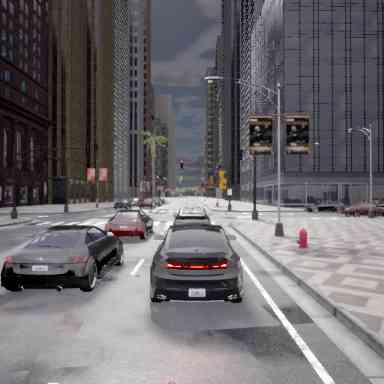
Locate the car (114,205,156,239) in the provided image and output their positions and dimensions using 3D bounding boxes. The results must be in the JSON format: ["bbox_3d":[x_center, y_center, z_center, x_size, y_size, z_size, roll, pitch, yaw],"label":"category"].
[{"bbox_3d":[-3.177,1.602,17.396,1.994,1.385,4.181,0,0,0],"label":"car"}]

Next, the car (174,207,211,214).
[{"bbox_3d":[0.022,1.530,17.543,2.128,1.511,4.902,0,0,0],"label":"car"}]

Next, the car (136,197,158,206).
[{"bbox_3d":[-6.675,1.710,50.053,1.882,1.535,5.008,0,0,0],"label":"car"}]

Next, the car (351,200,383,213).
[{"bbox_3d":[20.765,1.644,37.888,4.313,1.339,1.947,0,0,-1],"label":"car"}]

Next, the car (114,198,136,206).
[{"bbox_3d":[-9.926,1.768,48.324,2.033,1.411,5.357,0,0,0],"label":"car"}]

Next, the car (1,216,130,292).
[{"bbox_3d":[-3.170,1.576,8.997,1.994,1.385,4.181,0,0,1],"label":"car"}]

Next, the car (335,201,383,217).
[{"bbox_3d":[15.269,1.578,29.267,4.206,1.307,1.802,0,0,-1],"label":"car"}]

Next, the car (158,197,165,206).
[{"bbox_3d":[-6.665,1.655,60.091,2.097,1.767,4.553,0,0,0],"label":"car"}]

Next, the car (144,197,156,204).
[{"bbox_3d":[-9.875,1.991,78.358,2.033,1.411,5.357,0,0,0],"label":"car"}]

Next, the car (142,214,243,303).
[{"bbox_3d":[0.088,1.515,8.222,1.837,1.490,4.892,0,0,0],"label":"car"}]

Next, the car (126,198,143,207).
[{"bbox_3d":[-9.924,1.779,57.878,2.128,1.511,4.902,0,0,0],"label":"car"}]

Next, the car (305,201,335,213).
[{"bbox_3d":[15.126,1.663,37.791,4.313,1.339,1.947,0,0,-1],"label":"car"}]

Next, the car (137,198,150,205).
[{"bbox_3d":[-9.862,1.927,67.764,1.994,1.385,4.181,0,0,1],"label":"car"}]
